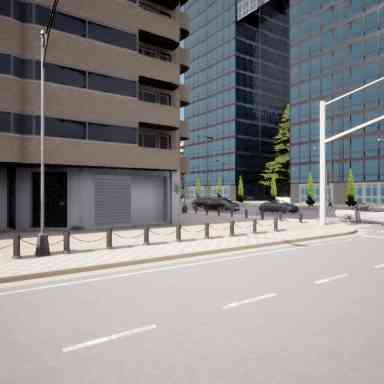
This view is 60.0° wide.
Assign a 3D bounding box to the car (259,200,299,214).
[{"bbox_3d":[8.874,1.508,34.158,1.994,1.385,4.181,0,0,-36],"label":"car"}]

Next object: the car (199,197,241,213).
[{"bbox_3d":[3.220,1.450,36.052,1.837,1.490,4.892,0,0,-35],"label":"car"}]

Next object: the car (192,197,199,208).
[{"bbox_3d":[1.900,1.444,44.002,1.837,1.490,4.892,0,2,-35],"label":"car"}]

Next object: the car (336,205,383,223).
[{"bbox_3d":[12.655,1.562,23.057,1.895,1.301,4.718,0,0,-36],"label":"car"}]
